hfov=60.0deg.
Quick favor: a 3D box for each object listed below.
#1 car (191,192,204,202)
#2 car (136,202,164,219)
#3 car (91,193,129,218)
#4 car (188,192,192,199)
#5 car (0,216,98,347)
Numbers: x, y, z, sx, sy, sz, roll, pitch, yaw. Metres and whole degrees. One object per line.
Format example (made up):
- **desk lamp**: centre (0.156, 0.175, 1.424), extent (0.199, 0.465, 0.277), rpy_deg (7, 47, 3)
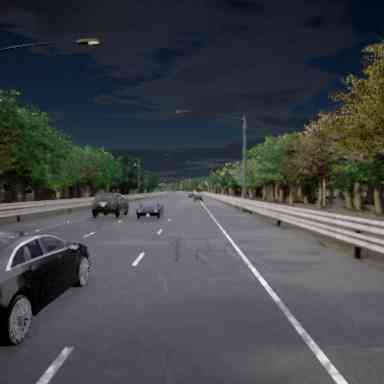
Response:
- **car**: centre (1.225, 1.189, 65.351), extent (1.837, 1.490, 4.892), rpy_deg (0, 0, 0)
- **car**: centre (-3.400, 1.483, 27.814), extent (1.895, 1.301, 4.718), rpy_deg (0, 0, 0)
- **car**: centre (-6.899, 1.100, 28.499), extent (2.150, 2.045, 5.566), rpy_deg (0, 0, 0)
- **car**: centre (0.001, 0.940, 83.834), extent (1.837, 1.490, 4.892), rpy_deg (0, 0, 0)
- **car**: centre (-3.399, 1.466, 6.246), extent (2.128, 1.511, 4.902), rpy_deg (0, 0, 0)
